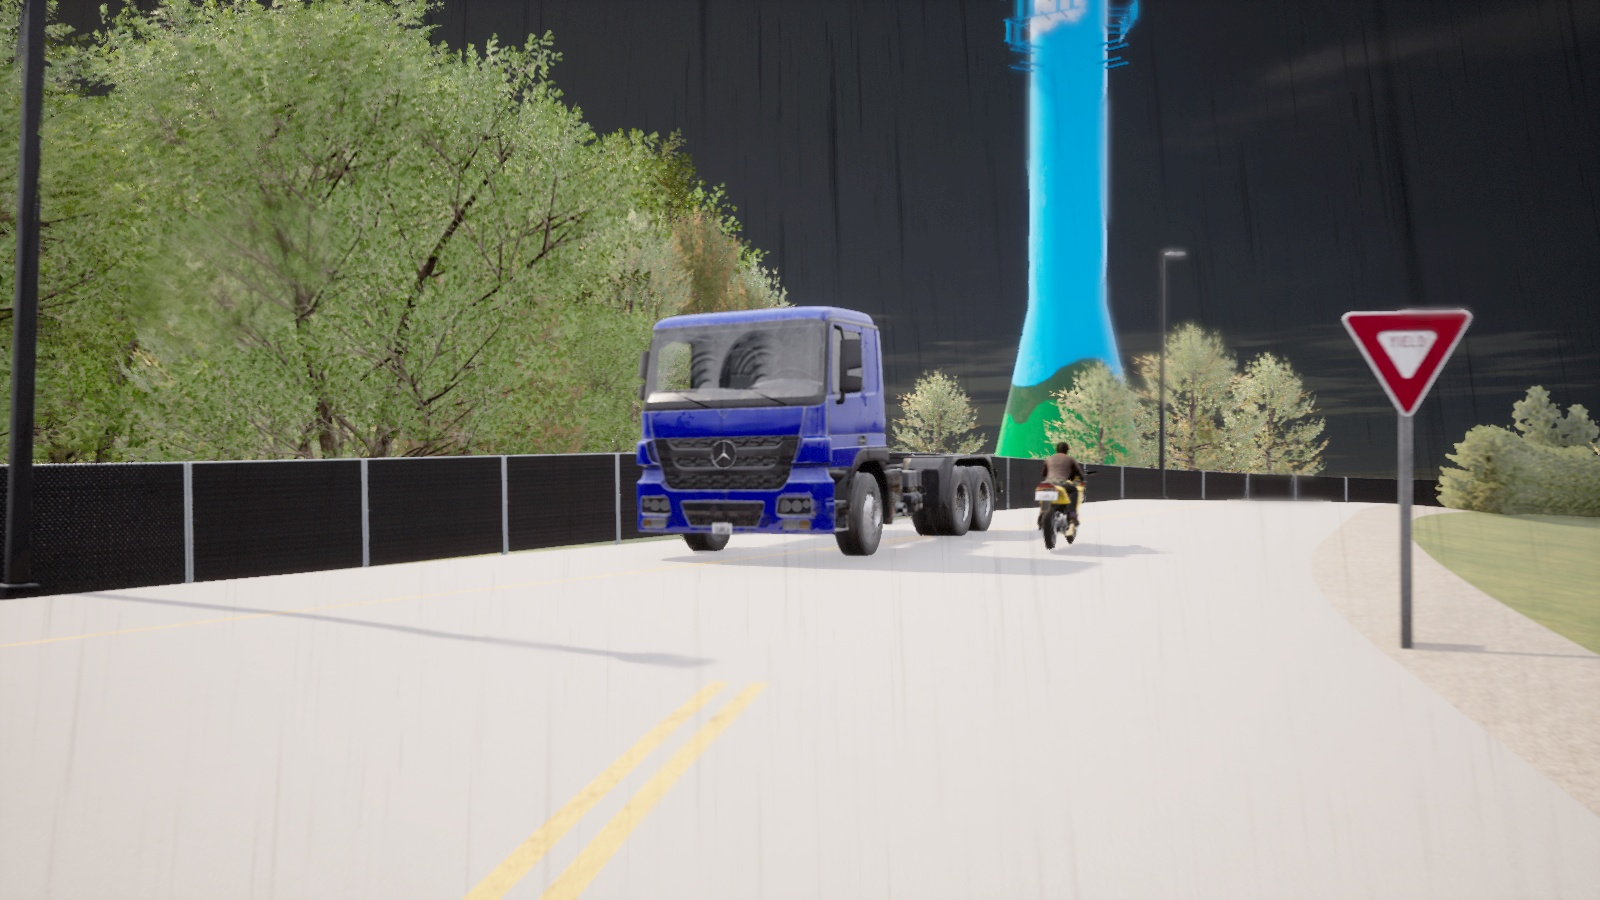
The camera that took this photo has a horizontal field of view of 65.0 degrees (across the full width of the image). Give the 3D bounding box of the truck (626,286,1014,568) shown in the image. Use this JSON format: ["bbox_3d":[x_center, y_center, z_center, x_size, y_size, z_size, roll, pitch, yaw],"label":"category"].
[{"bbox_3d":[0.771,-0.289,19.591,2.891,3.462,7.936,-1,0,26],"label":"truck"}]

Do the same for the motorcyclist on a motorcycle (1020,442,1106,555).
[{"bbox_3d":[3.795,0.646,18.011,0.797,1.523,2.044,0,0,24],"label":"motorcyclist on a motorcycle"}]
